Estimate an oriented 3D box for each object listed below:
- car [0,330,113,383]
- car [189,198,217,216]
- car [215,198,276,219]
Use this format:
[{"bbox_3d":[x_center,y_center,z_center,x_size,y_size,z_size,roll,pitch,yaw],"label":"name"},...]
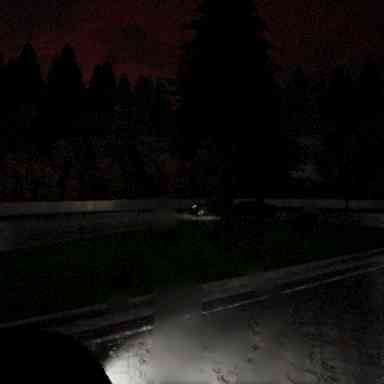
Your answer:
[{"bbox_3d":[-2.464,1.563,1.835,4.181,1.385,1.994,0,0,-37],"label":"car"},{"bbox_3d":[1.983,1.356,31.490,4.553,1.767,2.097,0,0,-7],"label":"car"},{"bbox_3d":[4.652,1.509,28.300,4.892,1.490,1.837,0,-2,7],"label":"car"}]
